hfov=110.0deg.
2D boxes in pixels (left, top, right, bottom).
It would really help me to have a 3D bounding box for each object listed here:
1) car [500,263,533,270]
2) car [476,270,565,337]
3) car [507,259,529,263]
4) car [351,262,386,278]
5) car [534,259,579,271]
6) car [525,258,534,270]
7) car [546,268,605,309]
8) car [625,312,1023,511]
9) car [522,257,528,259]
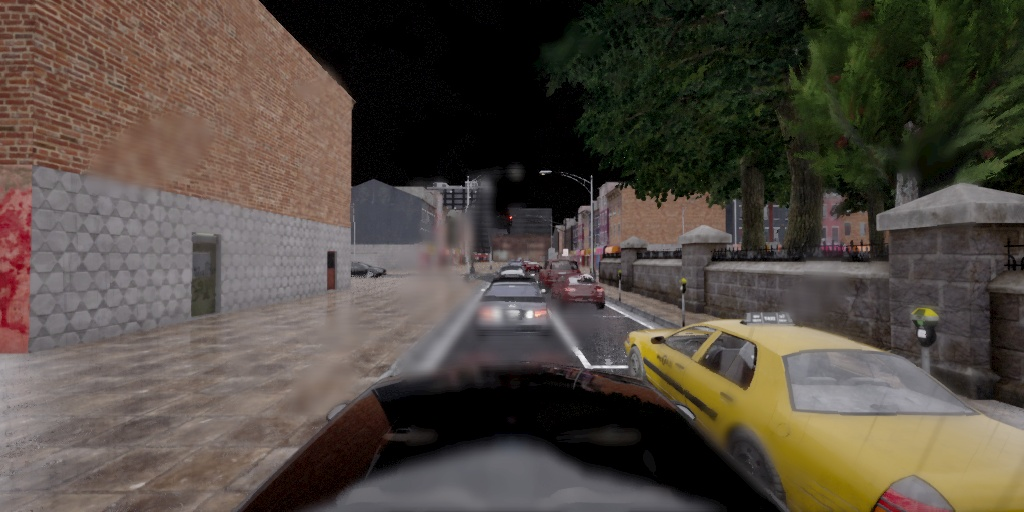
[{"bbox_3d":[0.014,1.287,19.946,1.812,1.442,4.674,0,0,1],"label":"car"},{"bbox_3d":[0.062,1.300,10.234,2.033,1.411,5.357,0,0,0],"label":"car"},{"bbox_3d":[0.435,1.346,41.860,2.033,1.411,5.357,0,0,-4],"label":"car"},{"bbox_3d":[-13.659,1.247,31.718,4.892,1.490,1.837,0,-1,0],"label":"car"},{"bbox_3d":[2.628,1.076,20.165,2.192,1.841,5.009,0,0,0],"label":"car"},{"bbox_3d":[2.610,1.356,46.594,1.888,1.381,4.507,0,0,0],"label":"car"},{"bbox_3d":[2.632,1.338,14.716,1.802,1.307,4.207,0,0,0],"label":"car"},{"bbox_3d":[2.639,1.276,3.988,1.751,1.417,4.829,0,0,0],"label":"car"},{"bbox_3d":[2.599,1.403,62.905,1.888,1.381,4.507,0,0,0],"label":"car"}]
